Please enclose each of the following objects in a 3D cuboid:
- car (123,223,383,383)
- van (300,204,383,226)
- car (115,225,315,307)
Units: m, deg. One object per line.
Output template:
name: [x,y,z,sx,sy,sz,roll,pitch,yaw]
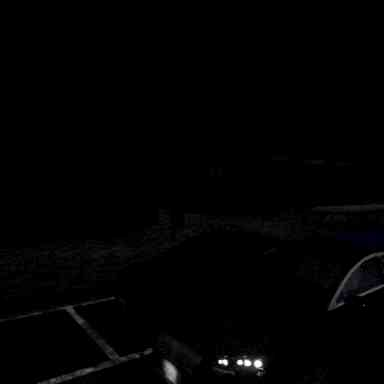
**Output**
car: [1.799,1.468,4.644,4.902,1.511,2.128,0,0,-35]
van: [5.017,1.285,10.163,3.998,1.788,1.690,0,0,-35]
car: [0.571,1.540,7.035,4.313,1.339,1.947,0,0,-35]
